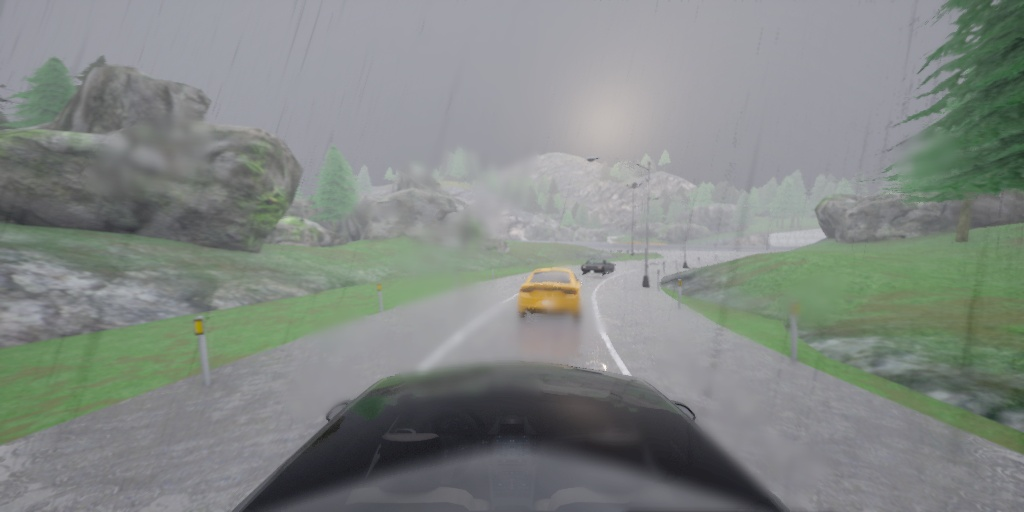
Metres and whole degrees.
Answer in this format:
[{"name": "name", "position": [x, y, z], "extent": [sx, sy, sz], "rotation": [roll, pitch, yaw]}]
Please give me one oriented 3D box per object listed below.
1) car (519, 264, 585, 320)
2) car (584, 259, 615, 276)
[{"name": "car", "position": [1.461, 1.157, 12.582], "extent": [1.882, 1.535, 5.008], "rotation": [1, 1, 10]}, {"name": "car", "position": [7.372, 0.886, 30.323], "extent": [1.895, 1.301, 4.718], "rotation": [2, 3, 28]}]
